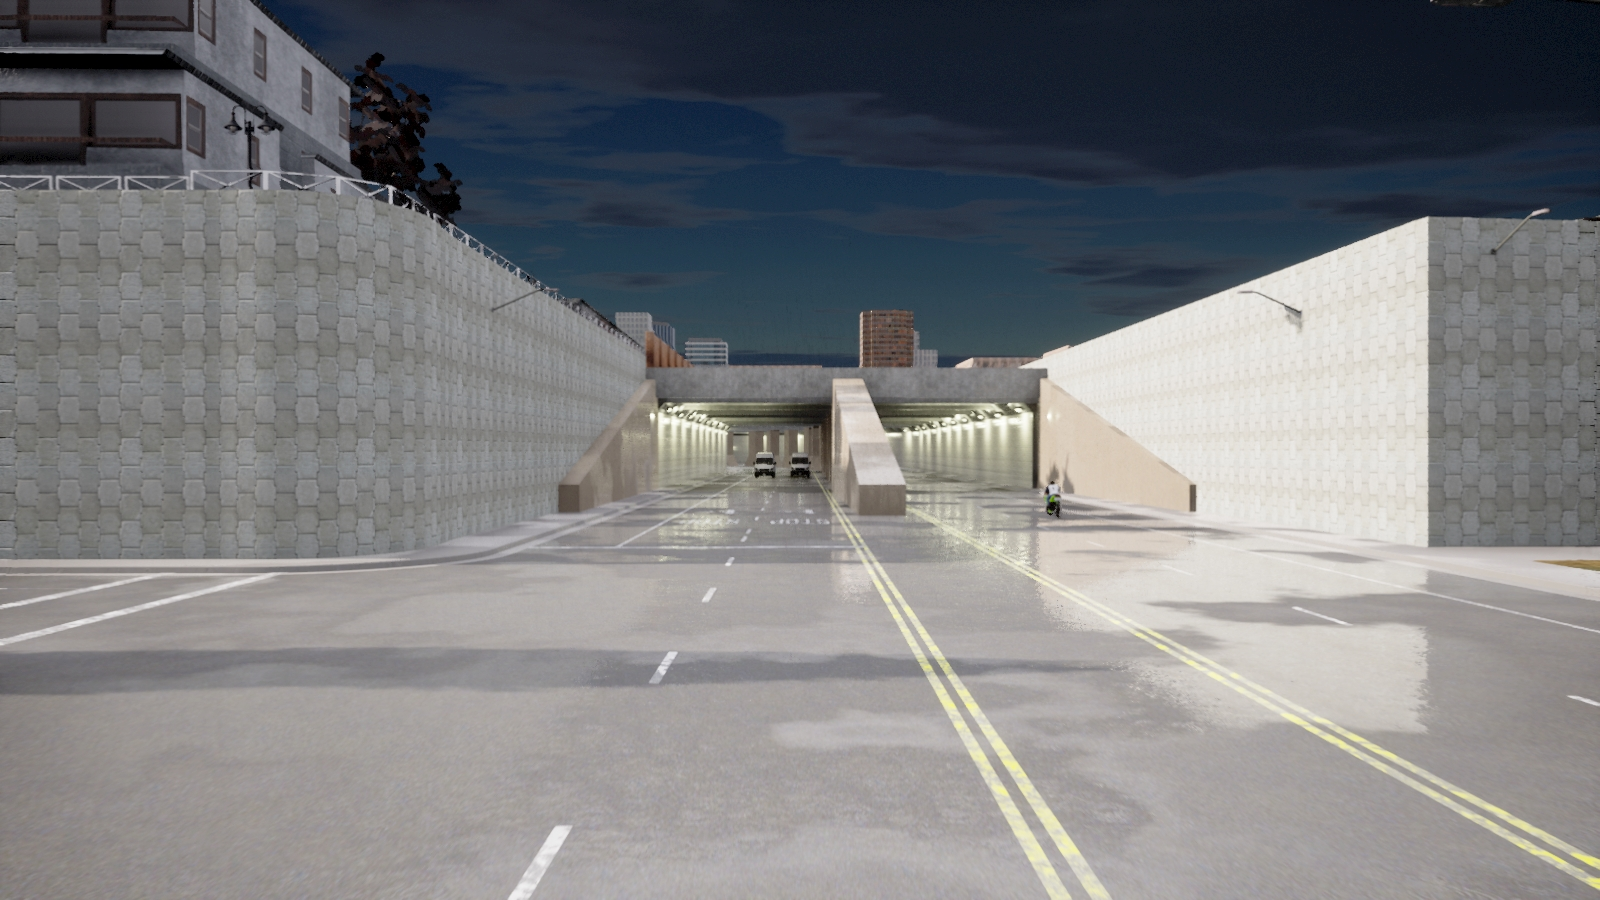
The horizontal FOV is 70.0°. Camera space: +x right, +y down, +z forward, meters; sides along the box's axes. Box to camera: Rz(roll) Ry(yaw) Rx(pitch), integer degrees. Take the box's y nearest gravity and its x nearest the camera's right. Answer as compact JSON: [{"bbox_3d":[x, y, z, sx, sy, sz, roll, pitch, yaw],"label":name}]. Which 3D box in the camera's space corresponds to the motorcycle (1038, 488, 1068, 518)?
[{"bbox_3d":[10.481,2.204,47.445,0.803,1.145,2.033,0,0,0],"label":"motorcycle"}]
